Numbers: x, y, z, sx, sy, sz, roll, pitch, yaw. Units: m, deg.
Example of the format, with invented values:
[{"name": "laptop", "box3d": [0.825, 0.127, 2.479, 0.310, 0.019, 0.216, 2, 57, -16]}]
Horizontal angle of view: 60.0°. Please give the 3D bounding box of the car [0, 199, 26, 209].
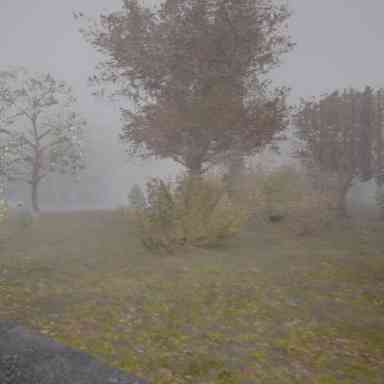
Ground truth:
[{"name": "car", "box3d": [-25.113, 1.673, 45.216, 1.812, 1.442, 4.674, 0, 1, 36]}]
